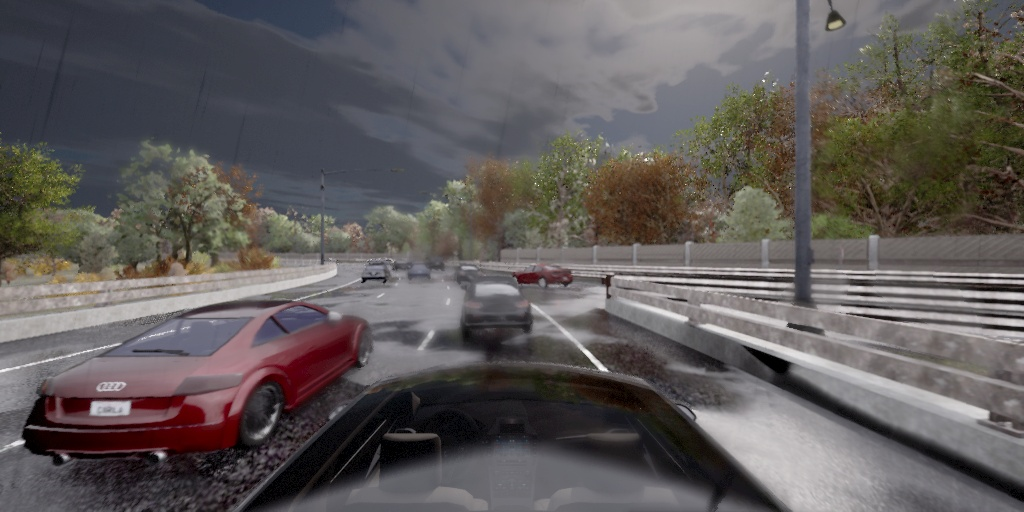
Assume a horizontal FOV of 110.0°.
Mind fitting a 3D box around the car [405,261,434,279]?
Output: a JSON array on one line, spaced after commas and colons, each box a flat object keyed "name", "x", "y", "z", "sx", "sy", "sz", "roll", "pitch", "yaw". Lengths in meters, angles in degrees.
[{"name": "car", "x": -8.815, "y": 1.392, "z": 33.883, "sx": 1.994, "sy": 1.385, "sz": 4.181, "roll": 0, "pitch": 0, "yaw": -17}]

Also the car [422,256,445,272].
[{"name": "car", "x": -10.666, "y": 1.084, "z": 48.169, "sx": 2.150, "sy": 2.045, "sz": 5.566, "roll": 0, "pitch": 0, "yaw": -25}]

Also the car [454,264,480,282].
[{"name": "car", "x": -3.398, "y": 1.337, "z": 27.466, "sx": 1.812, "sy": 1.442, "sz": 4.674, "roll": 0, "pitch": 0, "yaw": -14}]

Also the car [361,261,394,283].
[{"name": "car", "x": -10.910, "y": 1.365, "z": 28.884, "sx": 2.033, "sy": 1.411, "sz": 5.357, "roll": 0, "pitch": 0, "yaw": -16}]

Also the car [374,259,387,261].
[{"name": "car", "x": -19.160, "y": 1.360, "z": 49.634, "sx": 2.128, "sy": 1.511, "sz": 4.902, "roll": 0, "pitch": 0, "yaw": -27}]

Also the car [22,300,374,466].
[{"name": "car", "x": -3.597, "y": 1.323, "z": 5.176, "sx": 1.994, "sy": 1.385, "sz": 4.181, "roll": 0, "pitch": 0, "yaw": -1}]

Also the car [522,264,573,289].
[{"name": "car", "x": 1.885, "y": 1.280, "z": 23.969, "sx": 1.882, "sy": 1.535, "sz": 5.008, "roll": 0, "pitch": -1, "yaw": -34}]

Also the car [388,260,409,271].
[{"name": "car", "x": -15.947, "y": 1.349, "z": 51.031, "sx": 1.882, "sy": 1.535, "sz": 5.008, "roll": 0, "pitch": 0, "yaw": -27}]

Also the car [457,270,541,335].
[{"name": "car", "x": -0.513, "y": 1.297, "z": 10.525, "sx": 1.812, "sy": 1.442, "sz": 4.674, "roll": 0, "pitch": 0, "yaw": -6}]
